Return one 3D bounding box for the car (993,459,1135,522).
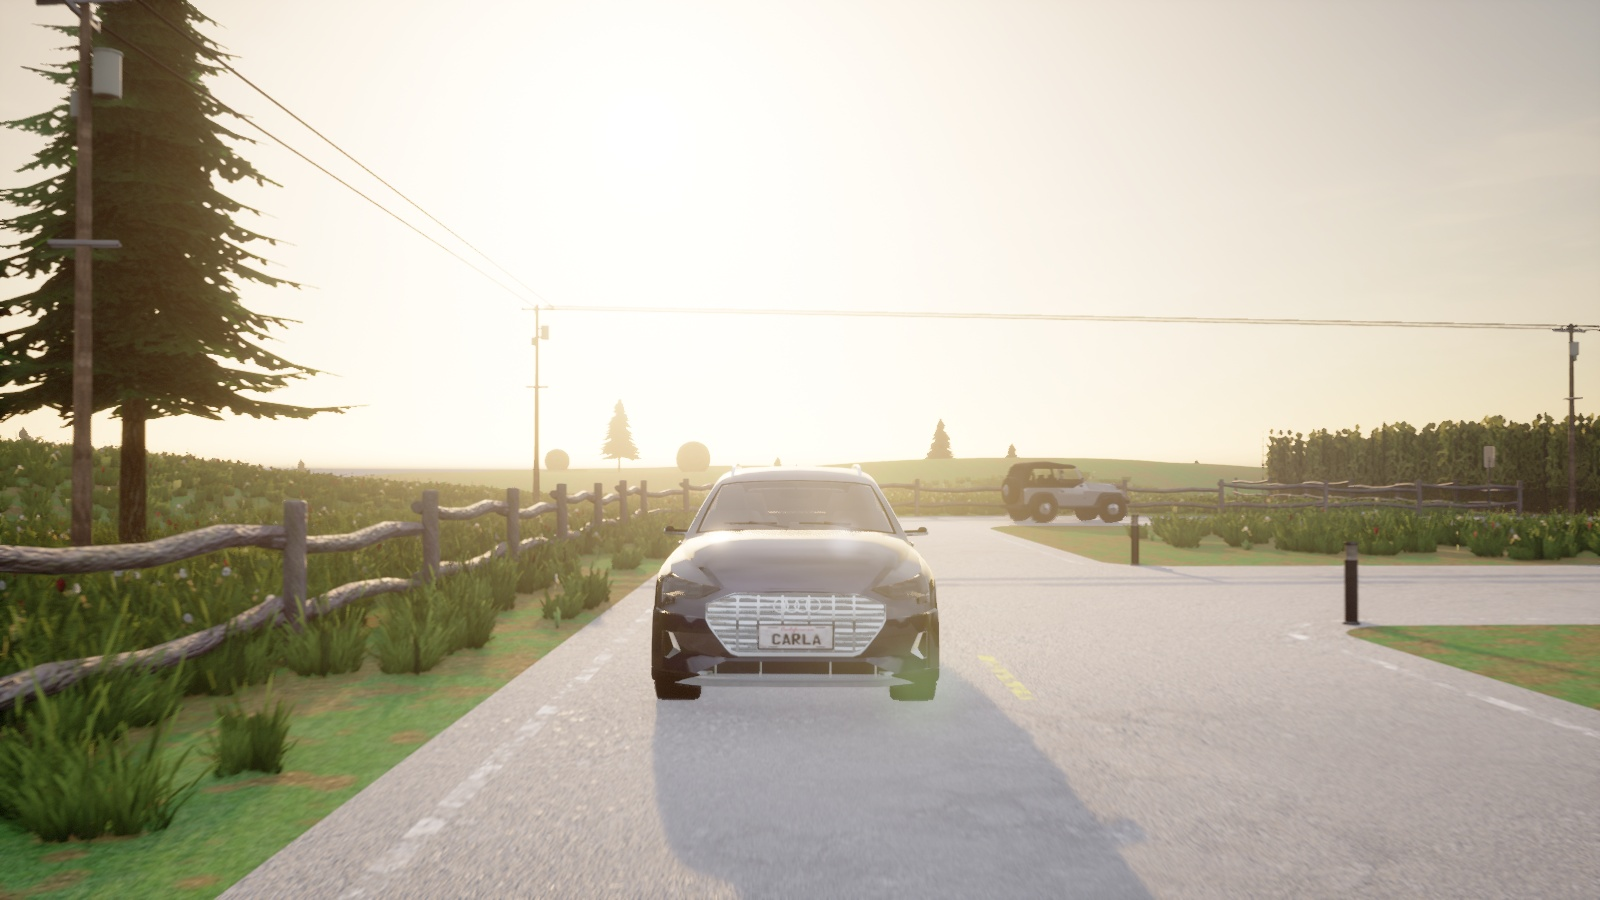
[{"bbox_3d":[8.150,1.227,38.886,3.866,1.878,1.905,0,-1,-15],"label":"car"}]

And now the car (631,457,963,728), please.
[{"bbox_3d":[-0.025,0.914,10.136,2.033,1.649,4.856,0,-1,0],"label":"car"}]
